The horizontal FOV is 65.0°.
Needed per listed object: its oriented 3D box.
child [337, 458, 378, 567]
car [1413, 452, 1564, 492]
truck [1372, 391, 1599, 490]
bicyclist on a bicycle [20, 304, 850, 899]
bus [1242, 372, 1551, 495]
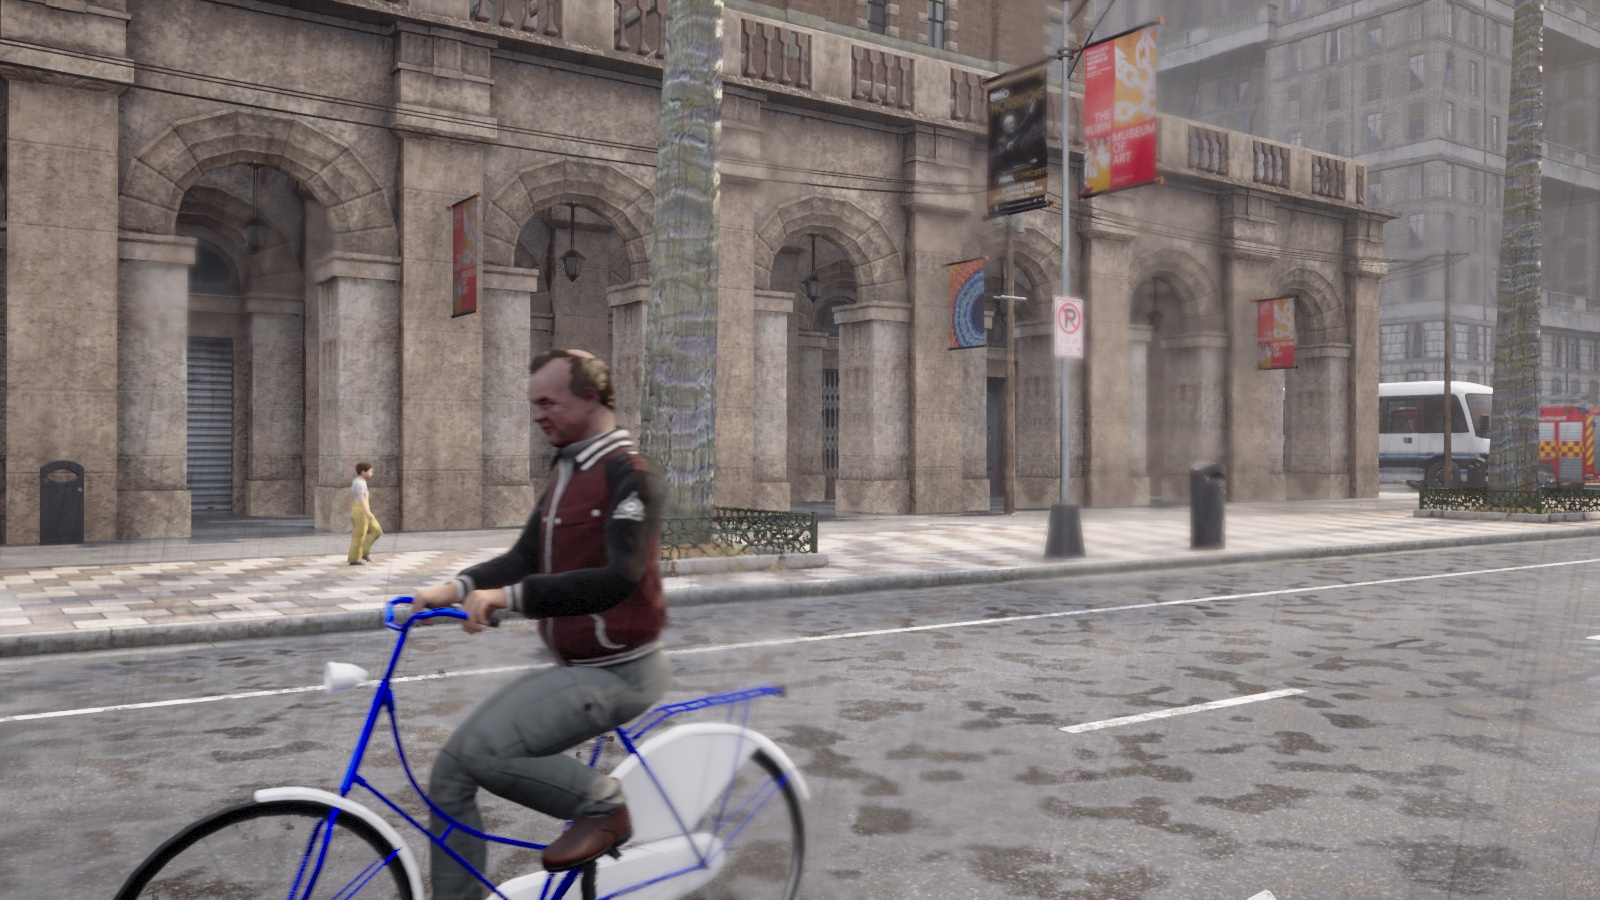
[{"bbox_3d":[-5.234,0.729,14.850,0.437,1.263,0.270,0,0,-22],"label":"child"},{"bbox_3d":[26.913,0.813,49.256,1.837,1.490,4.892,0,0,-34],"label":"car"},{"bbox_3d":[28.805,-0.352,52.633,2.891,3.827,8.468,0,0,-35],"label":"truck"},{"bbox_3d":[-0.814,0.625,3.088,1.843,1.776,0.659,0,0,-35],"label":"bicyclist on a bicycle"},{"bbox_3d":[22.863,-0.560,48.917,3.944,4.253,10.273,0,0,-35],"label":"bus"}]
